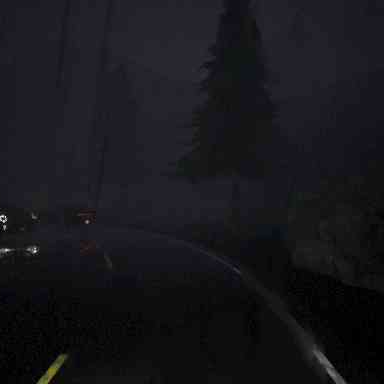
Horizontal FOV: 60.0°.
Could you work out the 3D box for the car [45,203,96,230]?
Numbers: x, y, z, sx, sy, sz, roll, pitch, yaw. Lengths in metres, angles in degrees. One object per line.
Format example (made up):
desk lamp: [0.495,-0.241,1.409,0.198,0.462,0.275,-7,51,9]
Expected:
car: [-7.993,1.480,20.948,4.892,1.490,1.837,0,-1,40]

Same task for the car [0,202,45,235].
car: [-10.540,1.330,18.290,4.553,1.767,2.097,0,0,32]
